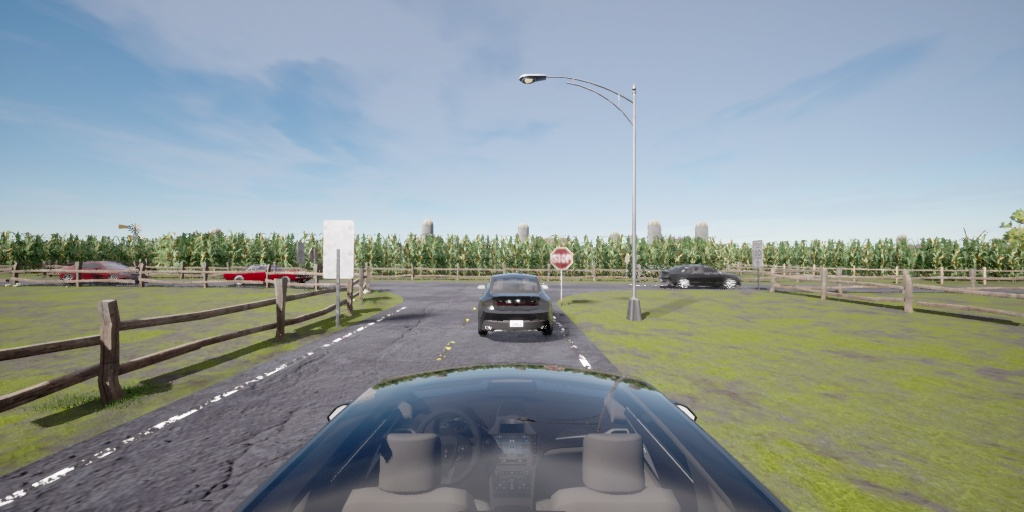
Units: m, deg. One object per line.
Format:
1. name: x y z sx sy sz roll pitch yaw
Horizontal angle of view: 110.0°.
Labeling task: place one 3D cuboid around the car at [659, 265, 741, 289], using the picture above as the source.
1. car: 12.038 1.340 23.065 4.892 1.490 1.837 0 -1 0

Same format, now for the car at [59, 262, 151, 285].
1. car: -26.253 1.084 23.178 4.674 1.442 1.812 0 -1 0

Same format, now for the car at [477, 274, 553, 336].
1. car: 0.040 1.257 10.399 1.837 1.490 4.892 0 0 -1

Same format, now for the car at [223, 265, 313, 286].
1. car: -15.582 1.230 23.143 4.718 1.301 1.895 0 -1 0
